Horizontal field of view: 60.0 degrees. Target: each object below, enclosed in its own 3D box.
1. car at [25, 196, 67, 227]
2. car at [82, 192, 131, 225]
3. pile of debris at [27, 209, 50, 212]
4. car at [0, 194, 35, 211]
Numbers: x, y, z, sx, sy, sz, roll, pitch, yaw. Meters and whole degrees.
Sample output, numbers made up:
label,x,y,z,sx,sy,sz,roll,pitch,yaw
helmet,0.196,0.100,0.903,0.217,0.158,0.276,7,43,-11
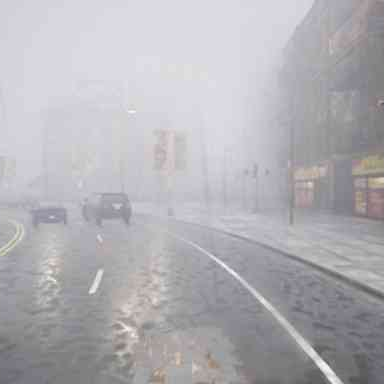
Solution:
label,x,y,z,sx,sy,sz,roll,pitch,yaw
car,-9.343,1.286,21.374,1.882,1.535,5.008,0,0,-30
car,-5.840,1.020,22.417,2.150,2.045,5.566,0,0,-30
pile of debris,-15.693,1.871,33.998,1.860,0.140,1.500,0,1,39
car,-18.275,1.033,35.658,4.553,1.767,2.097,1,1,36
